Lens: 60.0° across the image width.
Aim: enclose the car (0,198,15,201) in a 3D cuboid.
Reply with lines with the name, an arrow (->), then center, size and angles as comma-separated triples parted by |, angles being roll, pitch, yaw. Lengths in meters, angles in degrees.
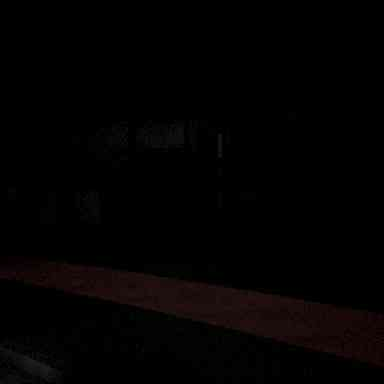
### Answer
car -> -18.196, 1.348, 31.341 | 1.837, 1.490, 4.892 | 0, 0, 23
